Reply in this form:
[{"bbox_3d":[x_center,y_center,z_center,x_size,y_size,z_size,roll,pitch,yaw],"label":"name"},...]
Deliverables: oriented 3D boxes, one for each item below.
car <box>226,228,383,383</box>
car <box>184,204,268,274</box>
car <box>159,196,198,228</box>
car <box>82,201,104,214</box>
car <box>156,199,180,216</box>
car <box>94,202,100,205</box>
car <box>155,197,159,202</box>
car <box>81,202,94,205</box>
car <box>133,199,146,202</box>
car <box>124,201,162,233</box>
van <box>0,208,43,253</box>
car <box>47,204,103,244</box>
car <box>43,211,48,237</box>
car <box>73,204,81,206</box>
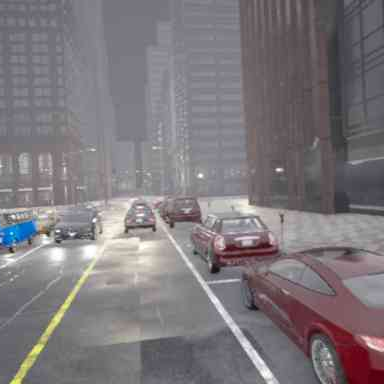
[{"bbox_3d":[2.000,1.451,4.834,1.802,1.307,4.206,-3,0,-9],"label":"car"},{"bbox_3d":[1.112,1.318,10.399,1.967,1.590,4.097,-3,0,-9],"label":"car"},{"bbox_3d":[-0.656,1.215,21.532,2.192,1.841,5.009,-3,0,-9],"label":"car"},{"bbox_3d":[-12.574,1.928,42.469,2.008,1.369,4.403,-3,0,-9],"label":"car"},{"bbox_3d":[-2.403,1.489,32.668,1.947,1.339,4.313,-3,0,-9],"label":"car"},{"bbox_3d":[-11.692,1.929,36.902,1.947,1.339,4.313,-3,0,-9],"label":"car"},{"bbox_3d":[-1.536,1.226,27.099,2.192,1.841,5.009,-3,0,-9],"label":"car"},{"bbox_3d":[-10.812,1.916,31.334,1.947,1.339,4.313,-3,0,-9],"label":"car"},{"bbox_3d":[-5.937,1.575,37.806,1.837,1.490,4.892,-3,0,-9],"label":"car"},{"bbox_3d":[-3.152,1.579,20.270,2.033,1.411,5.357,-3,0,-9],"label":"car"},{"bbox_3d":[-8.183,1.656,14.631,1.690,1.788,3.998,-3,0,-9],"label":"van"},{"bbox_3d":[-5.828,1.686,17.481,1.837,1.490,4.892,-3,0,-9],"label":"car"},{"bbox_3d":[-9.027,1.851,20.031,1.752,1.417,4.829,-3,0,-9],"label":"car"},{"bbox_3d":[-9.931,1.919,25.767,1.802,1.307,4.206,-3,0,-9],"label":"car"}]
